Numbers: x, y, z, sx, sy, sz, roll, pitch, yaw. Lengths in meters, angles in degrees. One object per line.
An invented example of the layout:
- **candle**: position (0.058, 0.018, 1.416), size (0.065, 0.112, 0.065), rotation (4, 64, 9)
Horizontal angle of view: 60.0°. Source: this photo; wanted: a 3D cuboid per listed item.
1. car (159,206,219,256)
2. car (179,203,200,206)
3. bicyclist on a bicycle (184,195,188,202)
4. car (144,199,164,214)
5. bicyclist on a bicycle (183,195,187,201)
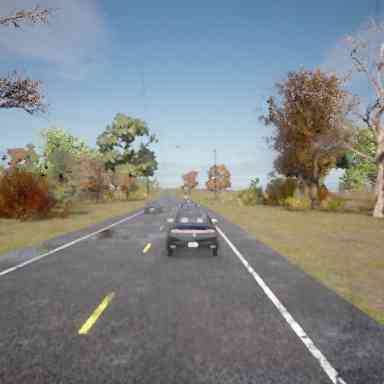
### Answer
- **car**: position (0.011, 1.513, 13.273), size (2.128, 1.511, 4.902), rotation (0, 0, 0)
- **car**: position (-0.242, 1.612, 29.219), size (1.994, 1.385, 4.181), rotation (0, 0, -1)
- **bicyclist on a bicycle**: position (-1.276, 1.565, 77.894), size (0.866, 1.612, 1.509), rotation (0, 0, -3)
- **car**: position (-4.095, 1.566, 35.970), size (1.837, 1.490, 4.892), rotation (0, 0, -1)
- **bicyclist on a bicycle**: position (-1.818, 1.578, 86.896), size (0.866, 1.612, 1.509), rotation (0, 0, -4)
